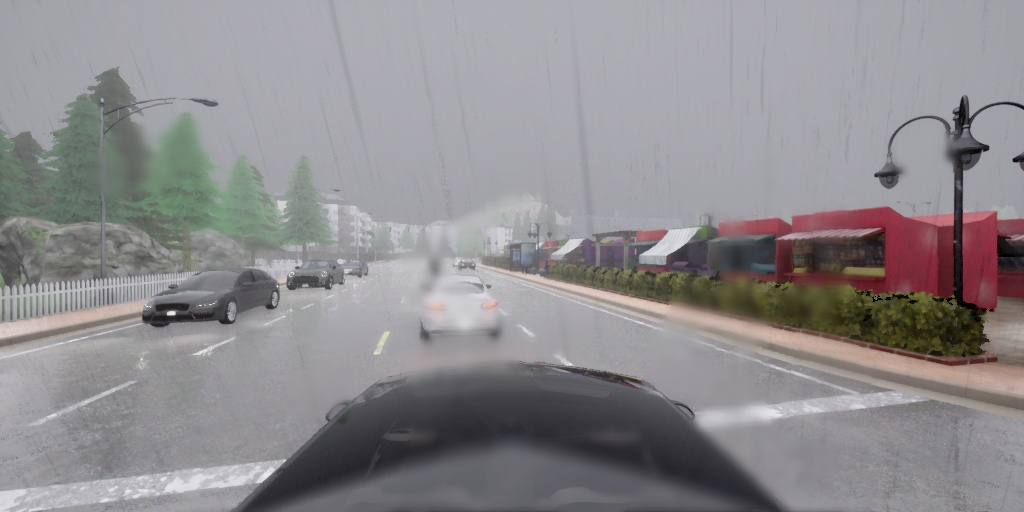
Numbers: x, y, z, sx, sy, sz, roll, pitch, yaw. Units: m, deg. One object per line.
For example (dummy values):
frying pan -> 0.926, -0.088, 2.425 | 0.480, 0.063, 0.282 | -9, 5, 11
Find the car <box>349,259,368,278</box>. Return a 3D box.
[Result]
car -> -13.564, 1.032, 30.683 | 2.128, 1.511, 4.902 | 0, 0, -13

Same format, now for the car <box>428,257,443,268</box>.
car -> -10.814, 0.896, 50.793 | 1.837, 1.490, 4.892 | 0, 0, -13

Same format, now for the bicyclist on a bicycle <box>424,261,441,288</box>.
bicyclist on a bicycle -> -4.293, 1.078, 19.589 | 0.582, 1.620, 1.656 | 0, 1, 25

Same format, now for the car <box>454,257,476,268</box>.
car -> -5.587, 1.046, 43.729 | 1.895, 1.301, 4.718 | 0, 0, -13

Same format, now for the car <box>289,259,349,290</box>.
car -> -11.374, 0.965, 21.059 | 2.097, 1.767, 4.553 | 0, 0, -13

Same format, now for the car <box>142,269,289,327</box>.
car -> -9.179, 1.190, 11.457 | 1.837, 1.490, 4.892 | 0, 0, -13

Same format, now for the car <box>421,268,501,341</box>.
car -> -1.468, 1.225, 9.737 | 1.812, 1.442, 4.674 | 0, 0, -12
